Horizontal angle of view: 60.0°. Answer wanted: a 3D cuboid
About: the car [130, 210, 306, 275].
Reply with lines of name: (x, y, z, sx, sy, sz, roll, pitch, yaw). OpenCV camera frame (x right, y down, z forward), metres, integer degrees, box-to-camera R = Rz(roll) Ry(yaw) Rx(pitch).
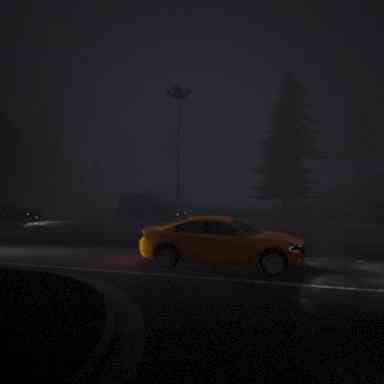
car: (0.884, 1.483, 10.279, 5.008, 1.535, 1.882, 0, 0, 15)

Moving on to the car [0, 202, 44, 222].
car: (-14.024, 1.491, 25.221, 5.357, 1.411, 2.033, 0, 0, 15)

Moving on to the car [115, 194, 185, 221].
car: (-3.245, 1.214, 25.914, 5.566, 2.045, 2.150, 0, 0, 15)
